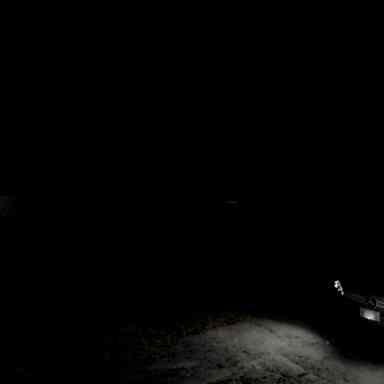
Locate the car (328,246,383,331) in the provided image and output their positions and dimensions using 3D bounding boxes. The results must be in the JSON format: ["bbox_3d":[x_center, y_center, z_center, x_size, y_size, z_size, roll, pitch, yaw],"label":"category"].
[{"bbox_3d":[4.547,1.583,6.315,4.674,1.442,1.812,1,0,-35],"label":"car"}]

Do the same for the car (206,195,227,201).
[{"bbox_3d":[4.854,1.218,66.720,1.895,1.301,4.718,-1,1,-36],"label":"car"}]
